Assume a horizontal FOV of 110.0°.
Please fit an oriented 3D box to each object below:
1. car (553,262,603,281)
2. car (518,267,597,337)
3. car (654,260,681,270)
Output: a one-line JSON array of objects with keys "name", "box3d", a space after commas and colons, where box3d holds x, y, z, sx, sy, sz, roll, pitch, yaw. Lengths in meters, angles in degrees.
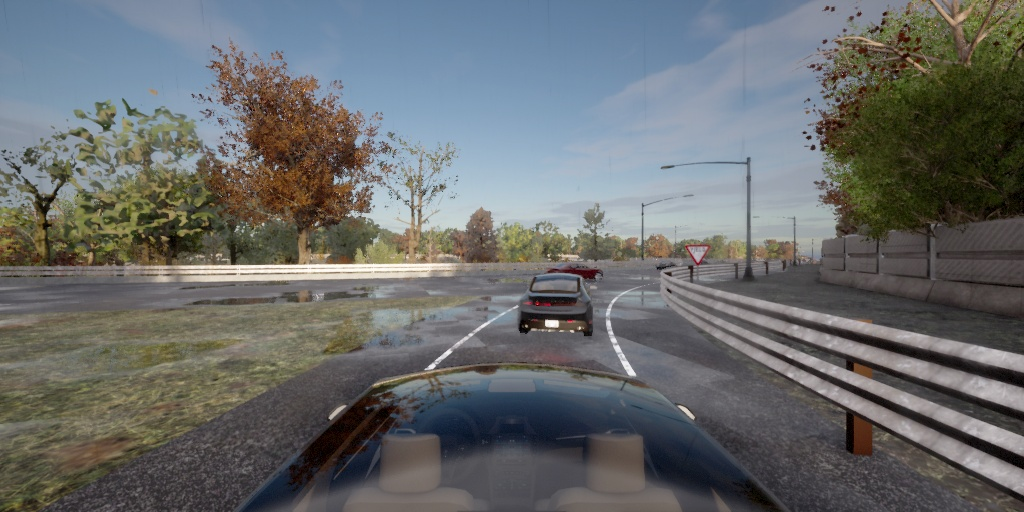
[{"name": "car", "box3d": [4.934, 1.231, 28.193, 5.008, 1.535, 1.882, 0, 0, -31]}, {"name": "car", "box3d": [1.381, 1.257, 10.403, 1.837, 1.490, 4.892, 0, 0, 12]}, {"name": "car", "box3d": [21.977, 1.354, 50.204, 1.895, 1.301, 4.718, 0, 0, 45]}]
